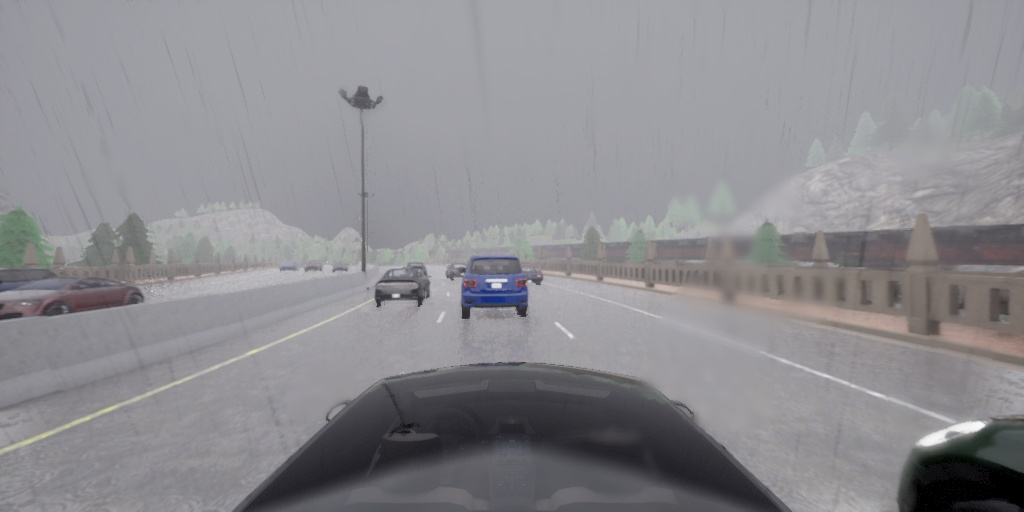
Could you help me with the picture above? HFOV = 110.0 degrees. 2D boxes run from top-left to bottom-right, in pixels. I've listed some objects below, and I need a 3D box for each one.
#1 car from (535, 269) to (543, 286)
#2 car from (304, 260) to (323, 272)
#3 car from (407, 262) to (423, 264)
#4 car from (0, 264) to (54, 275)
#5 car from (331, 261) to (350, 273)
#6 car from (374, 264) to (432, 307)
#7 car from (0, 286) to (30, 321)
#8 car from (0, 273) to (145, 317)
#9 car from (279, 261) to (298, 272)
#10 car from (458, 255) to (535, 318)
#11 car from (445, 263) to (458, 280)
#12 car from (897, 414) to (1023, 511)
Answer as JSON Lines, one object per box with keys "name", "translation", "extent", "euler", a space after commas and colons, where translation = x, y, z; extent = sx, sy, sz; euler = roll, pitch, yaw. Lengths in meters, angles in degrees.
{"name": "car", "translation": [0.633, 1.352, 25.258], "extent": [1.895, 1.301, 4.718], "euler": [0, 0, -13]}
{"name": "car", "translation": [-27.947, 1.323, 50.597], "extent": [2.097, 1.767, 4.553], "euler": [0, 0, -24]}
{"name": "car", "translation": [-9.058, 1.321, 33.455], "extent": [1.837, 1.490, 4.892], "euler": [0, 0, -19]}
{"name": "car", "translation": [-18.501, 1.204, 12.442], "extent": [2.097, 1.767, 4.553], "euler": [0, 0, -9]}
{"name": "car", "translation": [-22.566, 1.433, 47.217], "extent": [1.837, 1.490, 4.892], "euler": [0, -1, -24]}
{"name": "car", "translation": [-4.667, 1.272, 15.774], "extent": [2.128, 1.511, 4.902], "euler": [0, 0, -8]}
{"name": "car", "translation": [-10.842, 1.363, 5.222], "extent": [1.994, 1.385, 4.181], "euler": [0, 0, -3]}
{"name": "car", "translation": [-14.925, 1.395, 11.989], "extent": [1.994, 1.385, 4.181], "euler": [0, 0, -8]}
{"name": "car", "translation": [-32.682, 1.488, 52.585], "extent": [1.882, 1.535, 5.008], "euler": [0, 0, -24]}
{"name": "car", "translation": [-0.782, 0.979, 13.351], "extent": [2.150, 2.045, 5.566], "euler": [0, 0, -7]}
{"name": "car", "translation": [-4.662, 1.311, 31.321], "extent": [1.812, 1.442, 4.674], "euler": [0, 0, -17]}
{"name": "car", "translation": [3.425, 1.089, 0.296], "extent": [2.097, 1.767, 4.553], "euler": [0, 0, 1]}
